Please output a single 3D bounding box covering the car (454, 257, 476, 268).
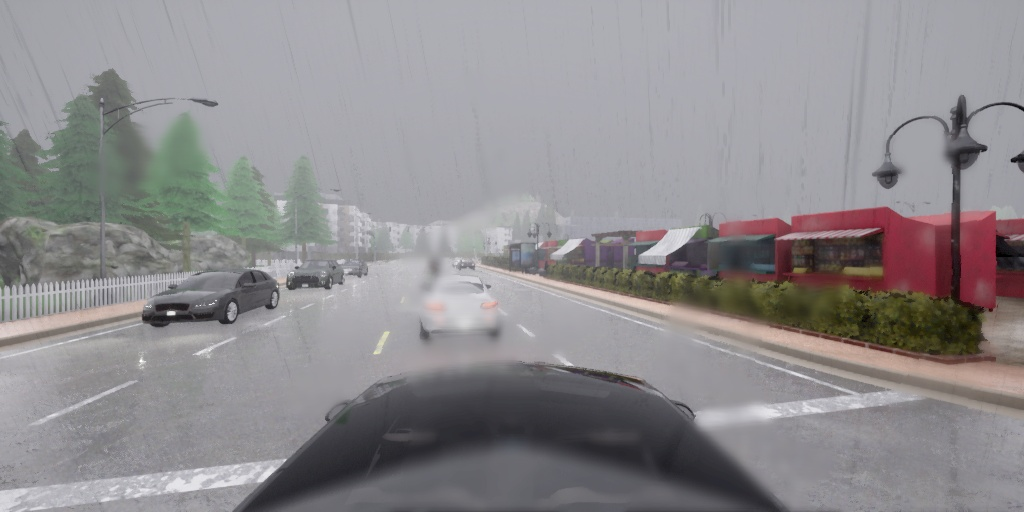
[{"bbox_3d":[-5.625,1.046,43.736,1.895,1.301,4.718,0,0,-13],"label":"car"}]

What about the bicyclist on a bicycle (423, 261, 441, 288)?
[{"bbox_3d":[-4.310,1.078,19.597,0.582,1.620,1.656,0,1,25],"label":"bicyclist on a bicycle"}]

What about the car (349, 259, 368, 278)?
[{"bbox_3d":[-13.591,1.033,30.683,2.128,1.511,4.902,0,0,-13],"label":"car"}]

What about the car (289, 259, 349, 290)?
[{"bbox_3d":[-11.392,0.965,21.061,2.097,1.767,4.553,0,0,-13],"label":"car"}]

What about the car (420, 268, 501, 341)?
[{"bbox_3d":[-1.476,1.225,9.748,1.812,1.442,4.674,0,0,-12],"label":"car"}]

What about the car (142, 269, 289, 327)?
[{"bbox_3d":[-9.188,1.190,11.461,1.837,1.490,4.892,0,0,-13],"label":"car"}]

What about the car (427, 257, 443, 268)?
[{"bbox_3d":[-10.858,0.897,50.796,1.837,1.490,4.892,0,0,-13],"label":"car"}]
